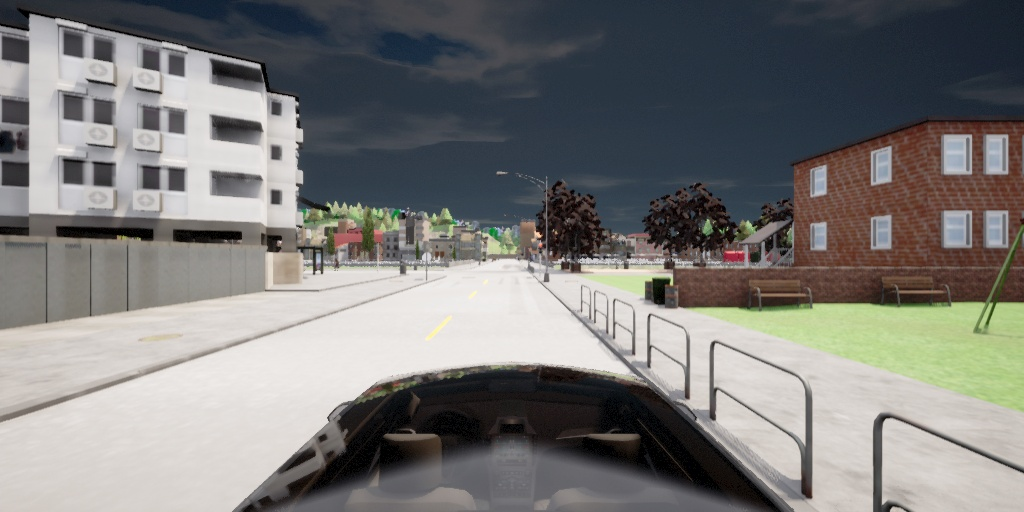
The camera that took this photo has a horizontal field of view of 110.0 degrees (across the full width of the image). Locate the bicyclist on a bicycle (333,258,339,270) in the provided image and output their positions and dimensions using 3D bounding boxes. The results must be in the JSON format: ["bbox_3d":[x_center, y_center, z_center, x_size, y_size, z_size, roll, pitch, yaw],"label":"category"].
[{"bbox_3d":[-24.026,1.074,49.071,0.582,1.620,1.656,0,0,0],"label":"bicyclist on a bicycle"}]
